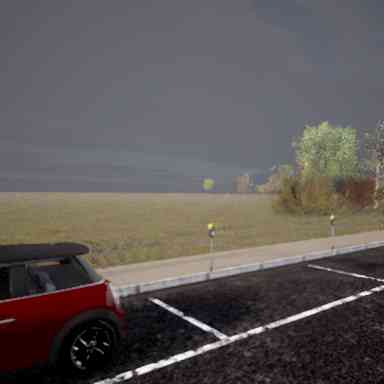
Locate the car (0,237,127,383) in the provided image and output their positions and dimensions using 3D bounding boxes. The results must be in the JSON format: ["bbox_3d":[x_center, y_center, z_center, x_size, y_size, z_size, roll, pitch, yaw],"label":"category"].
[{"bbox_3d":[-2.967,1.439,3.971,4.097,1.590,1.967,0,1,-36],"label":"car"}]
